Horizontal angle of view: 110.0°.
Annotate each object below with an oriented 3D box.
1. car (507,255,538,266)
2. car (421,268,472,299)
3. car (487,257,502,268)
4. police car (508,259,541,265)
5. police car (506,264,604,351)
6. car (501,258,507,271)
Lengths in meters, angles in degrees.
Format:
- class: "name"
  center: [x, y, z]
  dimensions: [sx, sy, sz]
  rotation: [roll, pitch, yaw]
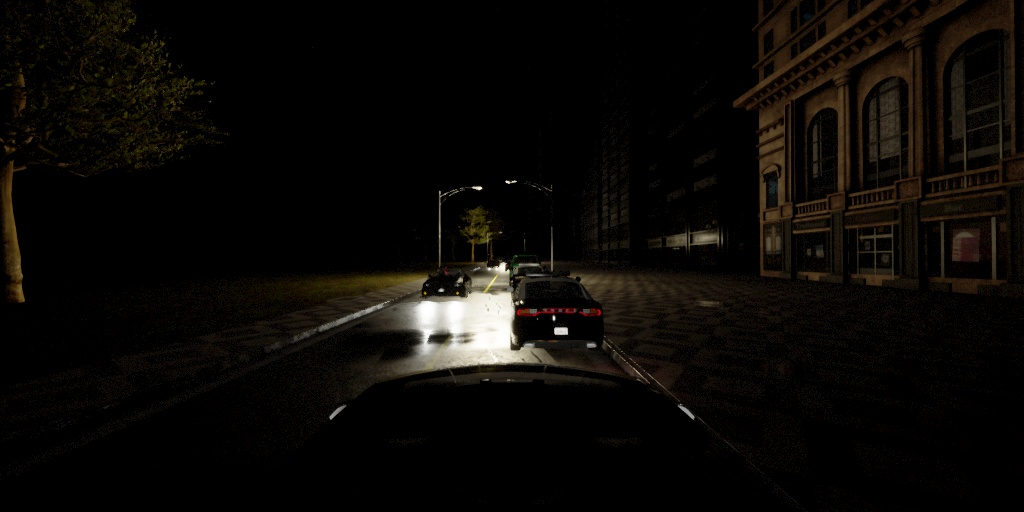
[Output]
- class: "car"
  center: [0.897, 0.963, 25.076]
  dimensions: [2.150, 2.045, 5.566]
  rotation: [0, 0, 0]
- class: "car"
  center: [-3.099, 1.310, 17.694]
  dimensions: [1.994, 1.385, 4.181]
  rotation: [0, 0, 0]
- class: "car"
  center: [-3.084, 1.244, 59.378]
  dimensions: [1.994, 1.385, 4.181]
  rotation: [0, 0, 0]
- class: "police car"
  center: [0.900, 1.170, 19.156]
  dimensions: [1.930, 1.638, 5.238]
  rotation: [0, 0, 0]
- class: "police car"
  center: [0.900, 1.175, 9.155]
  dimensions: [1.930, 1.638, 5.238]
  rotation: [0, 0, 0]
- class: "car"
  center: [0.022, 1.253, 46.607]
  dimensions: [2.033, 1.411, 5.357]
  rotation: [0, 0, 1]
